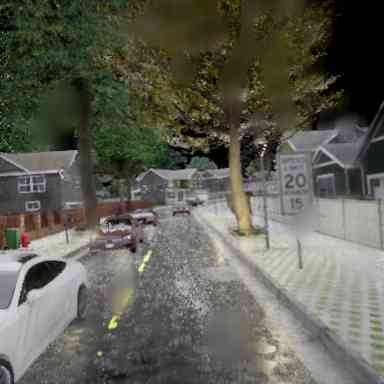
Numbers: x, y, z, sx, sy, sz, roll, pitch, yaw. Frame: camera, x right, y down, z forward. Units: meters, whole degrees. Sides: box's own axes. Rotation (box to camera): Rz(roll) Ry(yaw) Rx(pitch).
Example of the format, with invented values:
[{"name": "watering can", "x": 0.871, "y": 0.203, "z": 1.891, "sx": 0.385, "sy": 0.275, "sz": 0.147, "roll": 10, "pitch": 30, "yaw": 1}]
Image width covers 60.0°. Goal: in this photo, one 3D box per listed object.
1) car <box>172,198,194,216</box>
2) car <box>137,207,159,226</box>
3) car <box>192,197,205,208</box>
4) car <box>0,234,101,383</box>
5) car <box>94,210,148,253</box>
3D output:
[{"name": "car", "x": -1.159, "y": 1.750, "z": 35.828, "sx": 2.033, "sy": 1.411, "sz": 5.357, "roll": -4, "pitch": 0, "yaw": -2}, {"name": "car", "x": -3.701, "y": 1.933, "z": 25.935, "sx": 1.994, "sy": 1.385, "sz": 4.181, "roll": -4, "pitch": 0, "yaw": -2}, {"name": "car", "x": 0.505, "y": 1.522, "z": 49.290, "sx": 1.837, "sy": 1.490, "sz": 4.892, "roll": -5, "pitch": 1, "yaw": 19}, {"name": "car", "x": -2.932, "y": 1.748, "z": 4.928, "sx": 1.812, "sy": 1.442, "sz": 4.674, "roll": -4, "pitch": 0, "yaw": -1}, {"name": "car", "x": -3.287, "y": 1.829, "z": 15.170, "sx": 1.812, "sy": 1.442, "sz": 4.674, "roll": -4, "pitch": 0, "yaw": -2}]
